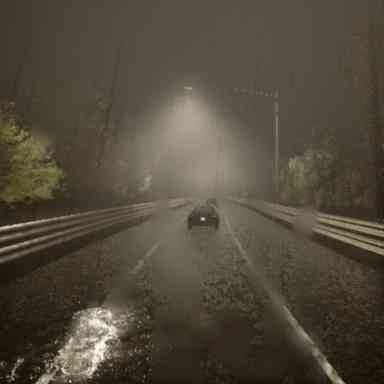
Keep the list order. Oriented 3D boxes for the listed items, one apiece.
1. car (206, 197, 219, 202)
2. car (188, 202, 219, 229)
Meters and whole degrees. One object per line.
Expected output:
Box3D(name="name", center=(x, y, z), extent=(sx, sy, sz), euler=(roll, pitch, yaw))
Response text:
Box3D(name="car", center=(3.064, 1.591, 52.006), extent=(1.837, 1.490, 4.892), euler=(1, 0, 3))
Box3D(name="car", center=(0.808, 1.595, 22.098), extent=(1.994, 1.385, 4.181), euler=(0, 0, 4))
